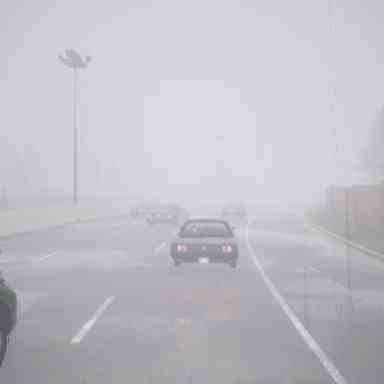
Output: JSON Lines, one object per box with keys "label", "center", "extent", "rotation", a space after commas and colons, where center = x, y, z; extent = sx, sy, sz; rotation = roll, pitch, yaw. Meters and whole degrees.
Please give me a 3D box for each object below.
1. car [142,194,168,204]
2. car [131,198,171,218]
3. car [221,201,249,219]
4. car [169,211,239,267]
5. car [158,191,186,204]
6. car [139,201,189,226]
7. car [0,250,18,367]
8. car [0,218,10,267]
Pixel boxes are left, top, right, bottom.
{"label": "car", "center": [-6.418, 1.207, 58.217], "extent": [2.128, 1.511, 4.902], "rotation": [0, 0, 30]}
{"label": "car", "center": [-3.534, 1.426, 28.218], "extent": [1.994, 1.385, 4.181], "rotation": [0, 0, 14]}
{"label": "car", "center": [3.689, 1.426, 28.150], "extent": [1.994, 1.385, 4.181], "rotation": [0, 0, 16]}
{"label": "car", "center": [0.515, 1.546, 11.187], "extent": [1.895, 1.301, 4.718], "rotation": [0, 0, 5]}
{"label": "car", "center": [-3.338, 0.946, 56.576], "extent": [2.150, 2.045, 5.566], "rotation": [0, 0, 30]}
{"label": "car", "center": [-1.466, 1.439, 22.071], "extent": [2.033, 1.411, 5.357], "rotation": [0, 0, 12]}
{"label": "car", "center": [-3.381, 1.211, 1.993], "extent": [2.150, 2.045, 5.566], "rotation": [0, 0, 1]}
{"label": "car", "center": [-6.741, 1.510, 7.585], "extent": [2.033, 1.411, 5.357], "rotation": [0, 0, 3]}
